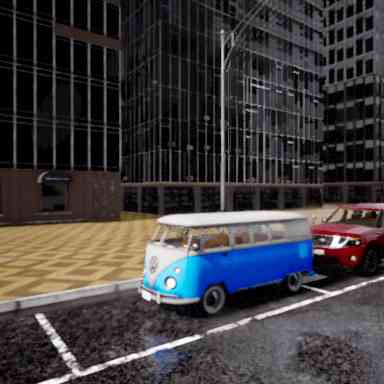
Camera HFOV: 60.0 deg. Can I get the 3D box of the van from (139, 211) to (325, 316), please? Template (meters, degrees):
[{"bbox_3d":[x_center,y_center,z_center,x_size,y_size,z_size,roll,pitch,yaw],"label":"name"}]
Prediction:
[{"bbox_3d":[0.897,1.336,7.198,3.998,1.788,1.690,0,0,-35],"label":"van"}]

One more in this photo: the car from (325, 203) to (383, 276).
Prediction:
[{"bbox_3d":[5.512,1.302,10.487,5.009,1.841,2.192,0,0,-35],"label":"car"}]
